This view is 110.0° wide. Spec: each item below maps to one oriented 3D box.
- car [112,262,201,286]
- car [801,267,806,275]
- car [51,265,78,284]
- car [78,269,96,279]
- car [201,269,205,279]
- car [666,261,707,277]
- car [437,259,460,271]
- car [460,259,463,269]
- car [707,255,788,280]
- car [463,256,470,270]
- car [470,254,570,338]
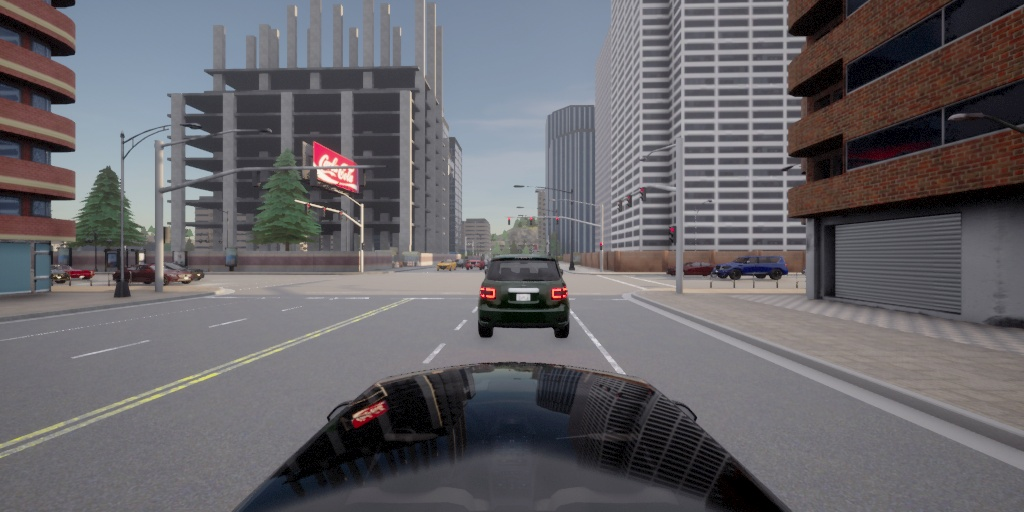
[{"bbox_3d":[-24.760,1.276,24.769,4.674,1.442,1.812,0,0,2],"label":"car"},{"bbox_3d":[30.026,1.242,33.667,4.902,1.511,2.128,0,0,2],"label":"car"},{"bbox_3d":[-34.005,1.255,25.071,4.892,1.490,1.837,0,0,2],"label":"car"},{"bbox_3d":[-36.494,1.351,28.655,4.718,1.301,1.895,0,0,2],"label":"car"},{"bbox_3d":[-27.202,1.228,28.350,5.008,1.535,1.882,0,0,2],"label":"car"},{"bbox_3d":[17.312,1.228,34.099,5.008,1.535,1.882,0,0,2],"label":"car"},{"bbox_3d":[-8.859,1.227,48.890,1.882,1.535,5.008,0,0,2],"label":"car"},{"bbox_3d":[-8.494,1.227,58.305,1.882,1.535,5.008,0,0,2],"label":"car"},{"bbox_3d":[20.227,0.971,30.505,5.566,2.045,2.150,0,0,2],"label":"car"},{"bbox_3d":[-5.225,0.971,52.140,2.150,2.045,5.566,0,0,2],"label":"car"},{"bbox_3d":[0.339,0.971,10.313,2.150,2.045,5.566,0,0,2],"label":"car"}]
